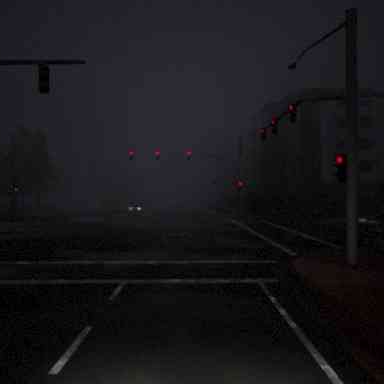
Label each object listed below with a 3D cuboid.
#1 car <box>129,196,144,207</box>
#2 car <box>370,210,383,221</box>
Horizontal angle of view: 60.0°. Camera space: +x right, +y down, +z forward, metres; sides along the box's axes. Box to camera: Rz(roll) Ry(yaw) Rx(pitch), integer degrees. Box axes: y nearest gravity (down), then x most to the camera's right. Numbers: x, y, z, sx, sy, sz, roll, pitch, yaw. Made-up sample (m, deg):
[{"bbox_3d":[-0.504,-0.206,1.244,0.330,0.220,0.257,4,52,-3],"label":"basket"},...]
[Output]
[{"bbox_3d":[-10.529,1.809,64.019,2.150,2.045,5.566,0,-1,0],"label":"car"},{"bbox_3d":[17.960,1.813,28.788,4.674,1.442,1.812,-1,-1,3],"label":"car"}]
